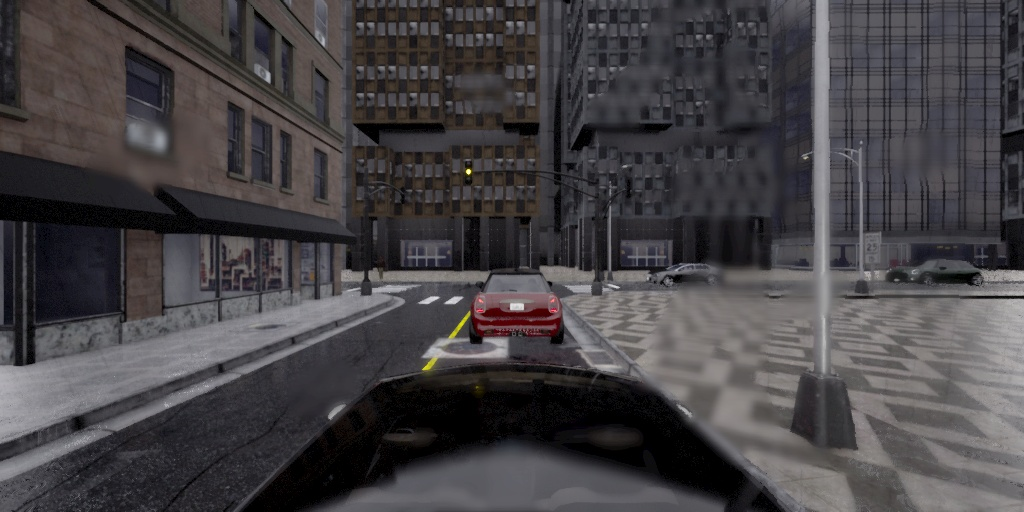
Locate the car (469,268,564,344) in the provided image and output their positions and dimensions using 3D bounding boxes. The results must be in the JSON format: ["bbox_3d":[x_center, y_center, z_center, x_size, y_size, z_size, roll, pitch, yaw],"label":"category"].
[{"bbox_3d":[0.071,1.101,9.751,2.097,1.767,4.553,0,0,-1],"label":"car"}]

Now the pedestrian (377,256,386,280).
[{"bbox_3d":[-9.832,0.900,26.936,0.375,1.860,0.375,0,0,1],"label":"pedestrian"}]

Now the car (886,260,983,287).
[{"bbox_3d":[27.502,1.060,23.477,4.553,1.767,2.097,0,0,1],"label":"car"}]

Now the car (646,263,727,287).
[{"bbox_3d":[11.427,1.221,23.658,4.902,1.511,2.128,0,0,0],"label":"car"}]
